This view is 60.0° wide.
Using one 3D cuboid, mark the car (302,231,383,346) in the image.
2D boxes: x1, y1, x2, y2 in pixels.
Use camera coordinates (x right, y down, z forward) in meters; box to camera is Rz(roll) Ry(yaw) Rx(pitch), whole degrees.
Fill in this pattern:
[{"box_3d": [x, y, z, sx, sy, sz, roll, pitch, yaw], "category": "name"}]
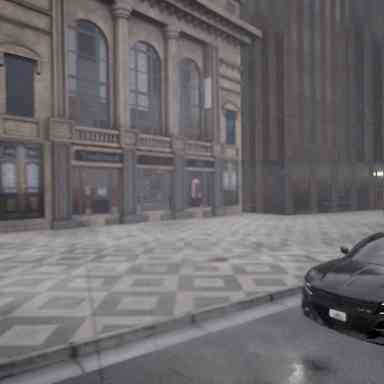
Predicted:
[{"box_3d": [4.106, 1.473, 6.194, 5.008, 1.535, 1.882, 0, 0, -36], "category": "car"}]
